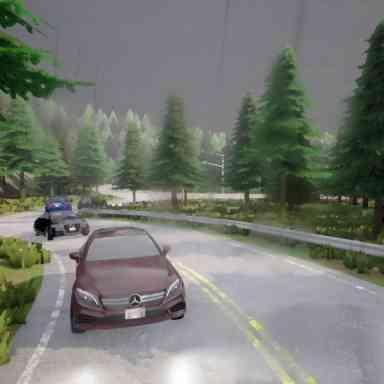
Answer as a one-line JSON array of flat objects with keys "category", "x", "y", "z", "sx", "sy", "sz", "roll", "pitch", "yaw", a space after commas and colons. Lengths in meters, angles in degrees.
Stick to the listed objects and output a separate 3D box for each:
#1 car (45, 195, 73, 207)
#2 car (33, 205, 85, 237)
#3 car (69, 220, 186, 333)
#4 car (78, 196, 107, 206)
[{"category": "car", "x": -12.868, "y": 1.326, "z": 32.230, "sx": 2.150, "sy": 2.045, "sz": 5.566, "roll": -1, "pitch": 0, "yaw": -18}, {"category": "car", "x": -7.073, "y": 1.663, "z": 17.828, "sx": 1.994, "sy": 1.385, "sz": 4.181, "roll": -4, "pitch": 2, "yaw": -38}, {"category": "car", "x": -1.523, "y": 1.523, "z": 7.086, "sx": 1.812, "sy": 1.442, "sz": 4.674, "roll": -2, "pitch": 0, "yaw": -17}, {"category": "car", "x": -12.726, "y": 1.289, "z": 42.820, "sx": 2.097, "sy": 1.767, "sz": 4.553, "roll": 2, "pitch": 2, "yaw": 13}]
